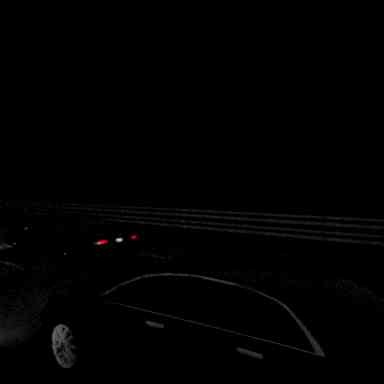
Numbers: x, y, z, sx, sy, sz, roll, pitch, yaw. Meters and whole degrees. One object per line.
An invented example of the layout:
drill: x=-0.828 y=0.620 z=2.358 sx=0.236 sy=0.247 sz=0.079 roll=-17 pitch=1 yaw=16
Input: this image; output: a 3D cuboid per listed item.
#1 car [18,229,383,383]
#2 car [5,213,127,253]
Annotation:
car: x=0.190 y=1.484 z=3.856 sx=4.892 sy=1.490 sz=1.837 roll=1 pitch=1 yaw=36
car: x=-4.170 y=1.441 z=11.269 sx=5.357 sy=1.411 sz=2.033 roll=1 pitch=0 yaw=36
